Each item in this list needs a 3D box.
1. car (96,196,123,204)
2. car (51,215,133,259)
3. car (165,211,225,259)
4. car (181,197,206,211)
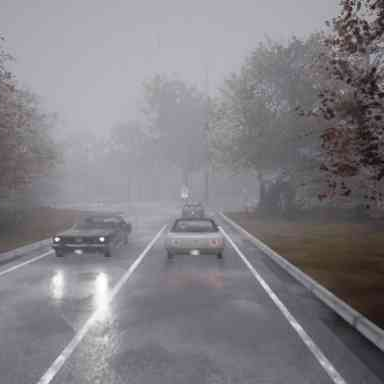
[{"bbox_3d":[-15.327,1.519,62.214,2.033,1.411,5.357,0,0,34],"label":"car"},{"bbox_3d":[-3.597,1.595,12.792,1.895,1.301,4.718,0,0,0],"label":"car"},{"bbox_3d":[0.096,1.595,12.563,1.895,1.301,4.718,0,0,0],"label":"car"},{"bbox_3d":[0.162,1.478,29.456,2.128,1.511,4.902,0,0,2],"label":"car"}]
